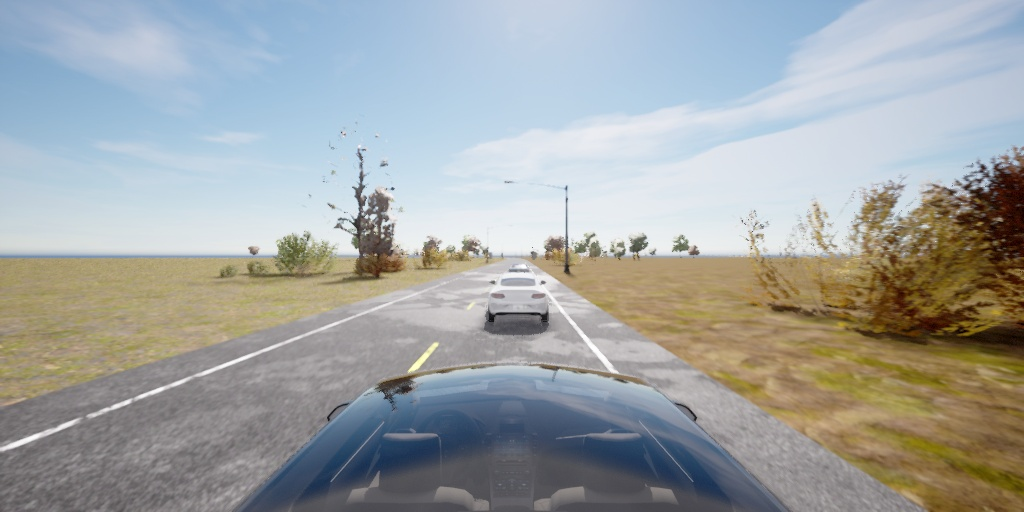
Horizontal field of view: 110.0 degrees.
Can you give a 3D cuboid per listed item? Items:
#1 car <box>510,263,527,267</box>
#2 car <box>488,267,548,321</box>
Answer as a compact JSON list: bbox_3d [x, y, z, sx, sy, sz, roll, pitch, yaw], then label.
[{"bbox_3d":[0.554,1.296,30.484,2.033,1.411,5.357,0,0,1],"label":"car"},{"bbox_3d":[0.205,1.275,12.336,1.812,1.442,4.674,0,0,1],"label":"car"}]
